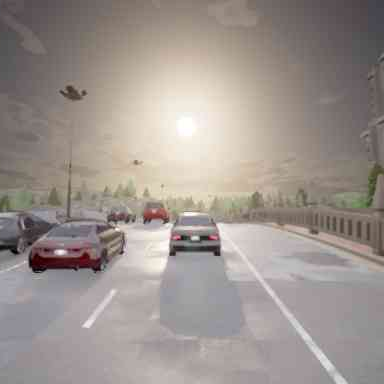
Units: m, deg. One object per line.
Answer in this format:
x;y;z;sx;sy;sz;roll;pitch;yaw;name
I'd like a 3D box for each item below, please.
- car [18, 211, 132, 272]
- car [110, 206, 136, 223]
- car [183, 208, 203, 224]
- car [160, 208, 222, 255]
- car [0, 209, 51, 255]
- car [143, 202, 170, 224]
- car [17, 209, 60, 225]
-3.400;1.530;10.617;1.994;1.385;4.181;0;0;0;car
-6.900;2.236;32.942;2.097;1.767;4.553;0;-5;0;car
0.100;2.413;33.249;1.837;1.490;4.892;0;-5;0;car
0.100;1.523;13.004;2.033;1.411;5.357;0;0;0;car
-6.900;1.523;13.050;2.033;1.411;5.357;0;0;0;car
-3.400;2.058;32.381;2.150;2.045;5.566;0;-5;0;car
-14.094;2.278;30.798;1.994;1.385;4.181;0;-4;0;car
